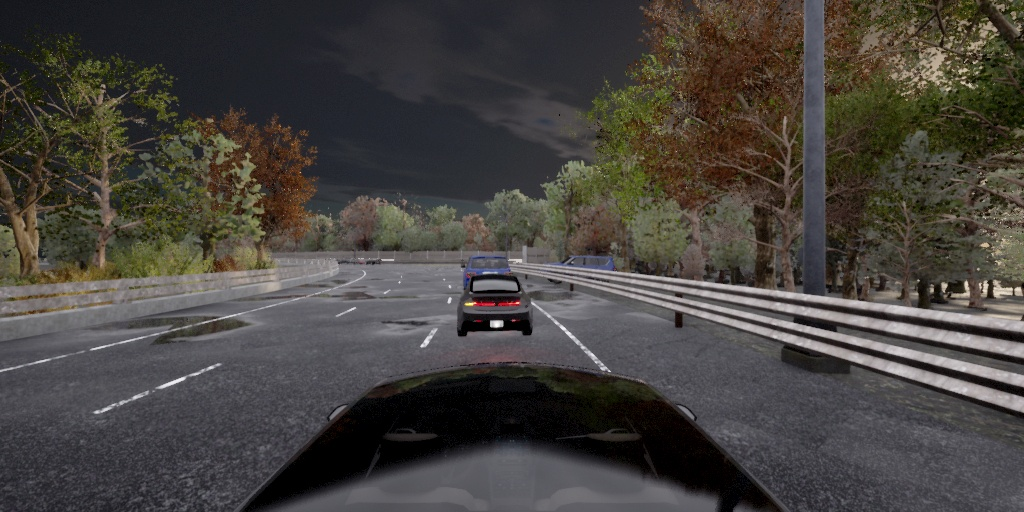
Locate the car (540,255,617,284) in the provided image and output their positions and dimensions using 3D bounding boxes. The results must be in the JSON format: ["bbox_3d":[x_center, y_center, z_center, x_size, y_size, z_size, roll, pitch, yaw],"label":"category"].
[{"bbox_3d":[4.840,0.960,26.123,5.566,2.045,2.150,3,2,-7],"label":"car"}]

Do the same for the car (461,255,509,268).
[{"bbox_3d":[-1.315,0.970,17.817,2.150,2.045,5.566,0,0,-9],"label":"car"}]

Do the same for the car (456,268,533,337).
[{"bbox_3d":[-0.550,1.254,10.339,1.837,1.490,4.892,0,0,-5],"label":"car"}]
